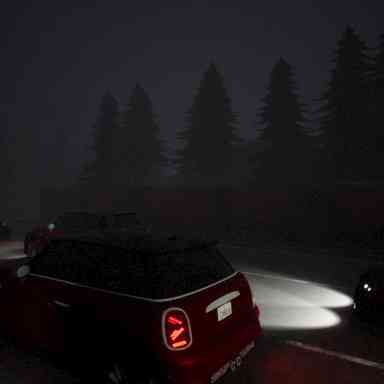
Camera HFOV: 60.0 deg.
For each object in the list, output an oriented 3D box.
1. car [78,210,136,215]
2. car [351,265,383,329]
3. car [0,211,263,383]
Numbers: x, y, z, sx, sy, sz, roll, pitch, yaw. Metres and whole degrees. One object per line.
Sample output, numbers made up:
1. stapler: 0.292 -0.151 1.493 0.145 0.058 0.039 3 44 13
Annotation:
1. car: -3.426 1.352 10.728 4.553 1.767 2.097 0 0 35
2. car: 4.709 1.564 4.929 4.181 1.385 1.994 0 0 36
3. car: -1.364 1.352 4.957 4.553 1.767 2.097 0 0 36
